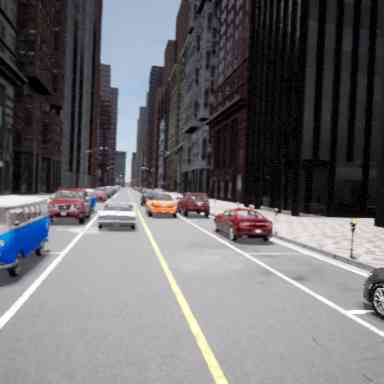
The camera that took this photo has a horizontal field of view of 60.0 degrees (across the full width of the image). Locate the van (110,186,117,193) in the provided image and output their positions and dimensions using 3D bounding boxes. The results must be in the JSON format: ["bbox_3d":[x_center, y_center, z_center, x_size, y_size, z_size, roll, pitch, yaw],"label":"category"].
[{"bbox_3d":[-21.568,-0.709,91.563,1.690,1.788,3.998,2,1,-11],"label":"van"}]

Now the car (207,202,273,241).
[{"bbox_3d":[2.300,1.434,15.910,1.887,1.381,4.507,2,1,-11],"label":"car"}]

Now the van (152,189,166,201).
[{"bbox_3d":[-5.456,0.420,54.581,1.690,1.788,3.998,2,1,-11],"label":"van"}]

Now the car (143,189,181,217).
[{"bbox_3d":[-2.444,0.913,25.878,2.097,1.767,4.553,2,1,-11],"label":"car"}]

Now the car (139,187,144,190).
[{"bbox_3d":[-12.114,-0.163,87.731,1.967,1.590,4.097,2,1,-11],"label":"car"}]

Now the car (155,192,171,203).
[{"bbox_3d":[-4.387,0.715,49.225,1.752,1.417,4.829,2,1,-11],"label":"car"}]

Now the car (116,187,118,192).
[{"bbox_3d":[-17.140,-0.030,69.464,1.947,1.339,4.313,2,1,-11],"label":"car"}]

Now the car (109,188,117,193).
[{"bbox_3d":[-20.467,-0.392,86.040,1.887,1.381,4.507,2,1,-11],"label":"car"}]

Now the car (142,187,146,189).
[{"bbox_3d":[-9.900,0.175,76.683,2.008,1.369,4.403,2,1,-11],"label":"car"}]

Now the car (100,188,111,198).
[{"bbox_3d":[-11.593,0.518,41.838,1.887,1.381,4.507,2,1,-11],"label":"car"}]

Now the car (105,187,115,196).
[{"bbox_3d":[-13.813,0.311,52.888,1.947,1.339,4.313,2,1,-11],"label":"car"}]

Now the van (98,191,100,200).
[{"bbox_3d":[-8.258,0.662,25.259,1.690,1.788,3.998,2,1,-11],"label":"van"}]

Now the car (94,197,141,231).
[{"bbox_3d":[-3.954,1.200,17.804,1.895,1.301,4.718,2,1,-11],"label":"car"}]

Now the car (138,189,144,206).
[{"bbox_3d":[-5.003,0.800,38.537,1.837,1.490,4.892,2,1,-11],"label":"car"}]

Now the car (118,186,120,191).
[{"bbox_3d":[-19.349,-0.508,80.512,2.192,1.841,5.009,2,1,-11],"label":"car"}]

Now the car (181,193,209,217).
[{"bbox_3d":[0.091,0.970,26.956,2.192,1.841,5.009,2,1,-11],"label":"car"}]

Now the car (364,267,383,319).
[{"bbox_3d":[4.517,1.678,4.861,2.008,1.369,4.403,2,1,-11],"label":"car"}]

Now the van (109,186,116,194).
[{"bbox_3d":[-16.022,-0.141,63.936,1.690,1.788,3.998,2,1,-11],"label":"van"}]

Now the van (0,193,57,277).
[{"bbox_3d":[-4.931,1.016,8.684,1.690,1.788,3.998,2,1,-11],"label":"van"}]

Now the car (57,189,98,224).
[{"bbox_3d":[-7.148,0.753,19.733,2.192,1.841,5.009,2,1,-11],"label":"car"}]
